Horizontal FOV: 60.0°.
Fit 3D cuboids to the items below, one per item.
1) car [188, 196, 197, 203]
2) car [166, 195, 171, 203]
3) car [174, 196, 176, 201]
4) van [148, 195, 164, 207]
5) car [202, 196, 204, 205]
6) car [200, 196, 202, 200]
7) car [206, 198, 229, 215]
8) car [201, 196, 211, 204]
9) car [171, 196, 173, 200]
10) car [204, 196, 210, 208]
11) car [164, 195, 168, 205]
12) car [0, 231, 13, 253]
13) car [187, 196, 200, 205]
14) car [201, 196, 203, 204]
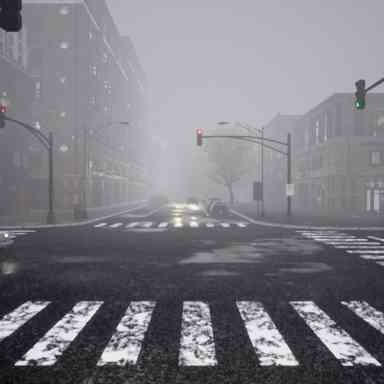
[{"bbox_3d":[0.098,1.540,70.788,1.812,1.442,4.674,0,0,0],"label":"car"},{"bbox_3d":[-5.607,1.397,62.092,2.192,1.841,5.009,0,0,0],"label":"car"},{"bbox_3d":[-5.568,1.687,90.406,1.752,1.417,4.829,0,0,0],"label":"car"},{"bbox_3d":[-5.622,1.399,50.698,1.690,1.788,3.998,0,0,0],"label":"van"},{"bbox_3d":[2.751,1.488,44.988,1.967,1.590,4.097,0,0,0],"label":"car"},{"bbox_3d":[2.775,1.633,62.079,2.008,1.369,4.403,0,0,0],"label":"car"},{"bbox_3d":[2.736,1.580,33.595,2.008,1.369,4.403,0,0,0],"label":"car"},{"bbox_3d":[2.782,1.537,67.776,1.967,1.590,4.097,0,0,0],"label":"car"},{"bbox_3d":[-5.598,1.662,67.789,1.947,1.339,4.313,0,0,0],"label":"car"},{"bbox_3d":[2.744,1.479,39.292,1.967,1.590,4.097,0,0,0],"label":"car"},{"bbox_3d":[-5.614,1.651,56.395,1.802,1.307,4.206,0,0,0],"label":"car"},{"bbox_3d":[-8.711,1.591,11.494,4.718,1.301,1.895,0,0,15],"label":"car"},{"bbox_3d":[0.084,1.556,60.371,1.882,1.535,5.008,0,0,0],"label":"car"},{"bbox_3d":[2.759,1.640,50.686,1.802,1.307,4.206,0,0,0],"label":"car"}]
